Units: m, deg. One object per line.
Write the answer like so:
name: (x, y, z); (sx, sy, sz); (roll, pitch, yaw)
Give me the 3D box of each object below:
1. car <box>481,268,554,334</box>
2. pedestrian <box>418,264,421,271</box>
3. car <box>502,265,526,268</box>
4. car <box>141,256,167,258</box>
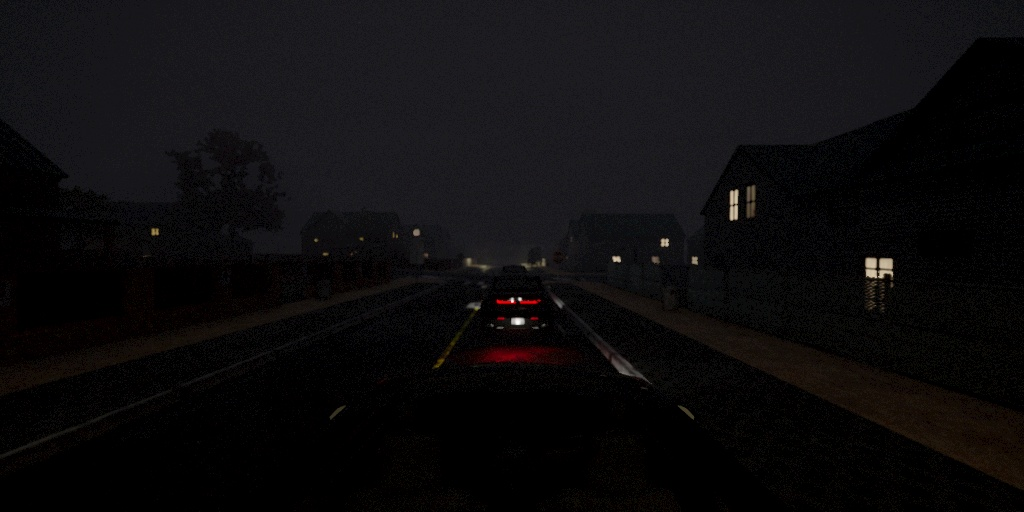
car: (0.129, 1.259, 10.576); (1.837, 1.490, 4.892); (0, 0, 0)
pedestrian: (-9.587, 0.646, 37.170); (0.375, 1.860, 0.375); (0, 0, 1)
car: (0.107, 1.268, 20.716); (1.837, 1.490, 4.892); (0, 0, -1)
car: (-31.624, 0.736, 31.730); (5.357, 1.411, 2.033); (1, 1, 1)
